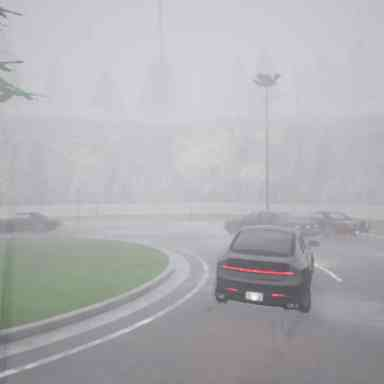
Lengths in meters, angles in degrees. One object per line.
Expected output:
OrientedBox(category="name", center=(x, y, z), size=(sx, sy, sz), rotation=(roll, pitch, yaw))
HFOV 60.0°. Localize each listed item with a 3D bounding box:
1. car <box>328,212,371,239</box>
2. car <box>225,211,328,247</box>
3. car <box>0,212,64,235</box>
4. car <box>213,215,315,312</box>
OrientedBox(category="car", center=(7.073, 1.712, 18.278), size=(1.895, 1.301, 4.718), rotation=(0, -1, -28))
OrientedBox(category="car", center=(3.902, 1.673, 17.229), size=(2.033, 1.411, 5.357), rotation=(0, -1, -33))
OrientedBox(category="car", center=(-10.203, 1.851, 19.623), size=(4.718, 1.301, 1.895), rotation=(0, -1, -12))
OrientedBox(category="car", center=(1.893, 1.565, 8.014), size=(1.837, 1.490, 4.892), rotation=(2, 0, 20))
